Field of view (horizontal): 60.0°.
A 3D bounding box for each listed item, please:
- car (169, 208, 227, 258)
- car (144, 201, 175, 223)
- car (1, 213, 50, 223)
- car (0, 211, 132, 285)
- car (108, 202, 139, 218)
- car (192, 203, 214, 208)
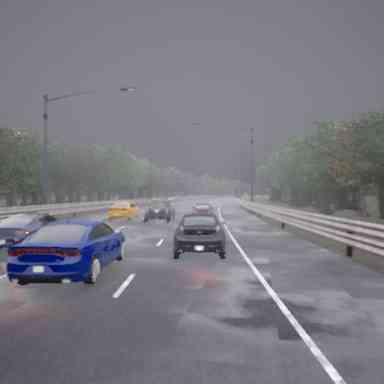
[{"bbox_3d":[0.311,1.595,13.245,1.837,1.490,4.892,0,0,2],"label":"car"},{"bbox_3d":[-2.623,1.539,27.939,2.097,1.767,4.553,0,0,3],"label":"car"},{"bbox_3d":[-6.666,1.615,14.100,1.812,1.442,4.674,0,0,2],"label":"car"},{"bbox_3d":[-3.292,1.541,9.739,1.882,1.535,5.008,0,0,1],"label":"car"},{"bbox_3d":[-6.029,1.673,29.815,1.882,1.535,5.008,0,0,3],"label":"car"},{"bbox_3d":[0.942,1.723,29.081,1.812,1.442,4.674,0,0,3],"label":"car"}]
